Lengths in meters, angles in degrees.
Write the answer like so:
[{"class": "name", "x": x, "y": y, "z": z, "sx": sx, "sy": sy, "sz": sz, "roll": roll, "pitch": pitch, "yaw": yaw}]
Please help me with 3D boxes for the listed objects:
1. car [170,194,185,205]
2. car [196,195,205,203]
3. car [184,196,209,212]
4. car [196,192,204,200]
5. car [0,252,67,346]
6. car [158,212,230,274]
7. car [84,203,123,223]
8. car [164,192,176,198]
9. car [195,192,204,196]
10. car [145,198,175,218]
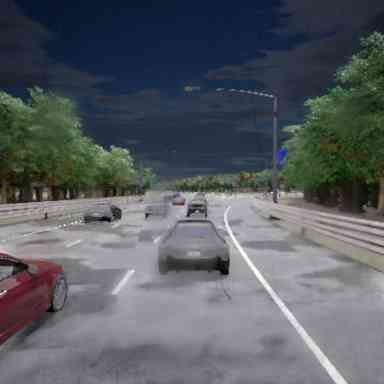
[{"class": "car", "x": -2.074, "y": 1.438, "z": 55.255, "sx": 1.994, "sy": 1.385, "sz": 4.181, "roll": 0, "pitch": 0, "yaw": 2}, {"class": "car", "x": 1.735, "y": 1.376, "z": 67.446, "sx": 1.812, "sy": 1.442, "sz": 4.674, "roll": 0, "pitch": 0, "yaw": 2}, {"class": "car", "x": 0.536, "y": 1.461, "z": 31.845, "sx": 1.837, "sy": 1.490, "sz": 4.892, "roll": 0, "pitch": 0, "yaw": 2}, {"class": "car", "x": 2.155, "y": 1.068, "z": 90.439, "sx": 2.150, "sy": 2.045, "sz": 5.566, "roll": 0, "pitch": 0, "yaw": 0}, {"class": "car", "x": -3.374, "y": 1.522, "z": 4.672, "sx": 1.812, "sy": 1.442, "sz": 4.674, "roll": 0, "pitch": 0, "yaw": 0}, {"class": "car", "x": 0.071, "y": 1.563, "z": 10.569, "sx": 1.994, "sy": 1.385, "sz": 4.181, "roll": 0, "pitch": 0, "yaw": 1}, {"class": "car", "x": -6.582, "y": 1.531, "z": 25.043, "sx": 1.994, "sy": 1.385, "sz": 4.181, "roll": 0, "pitch": 0, "yaw": 2}, {"class": "car", "x": -5.085, "y": 1.336, "z": 72.975, "sx": 1.837, "sy": 1.490, "sz": 4.892, "roll": 0, "pitch": 0, "yaw": 1}, {"class": "car", "x": 1.135, "y": 1.248, "z": 49.632, "sx": 2.097, "sy": 1.767, "sz": 4.553, "roll": 0, "pitch": 0, "yaw": 2}, {"class": "car", "x": -2.947, "y": 1.506, "z": 29.400, "sx": 2.033, "sy": 1.411, "sz": 5.357, "roll": 0, "pitch": 0, "yaw": 2}]
